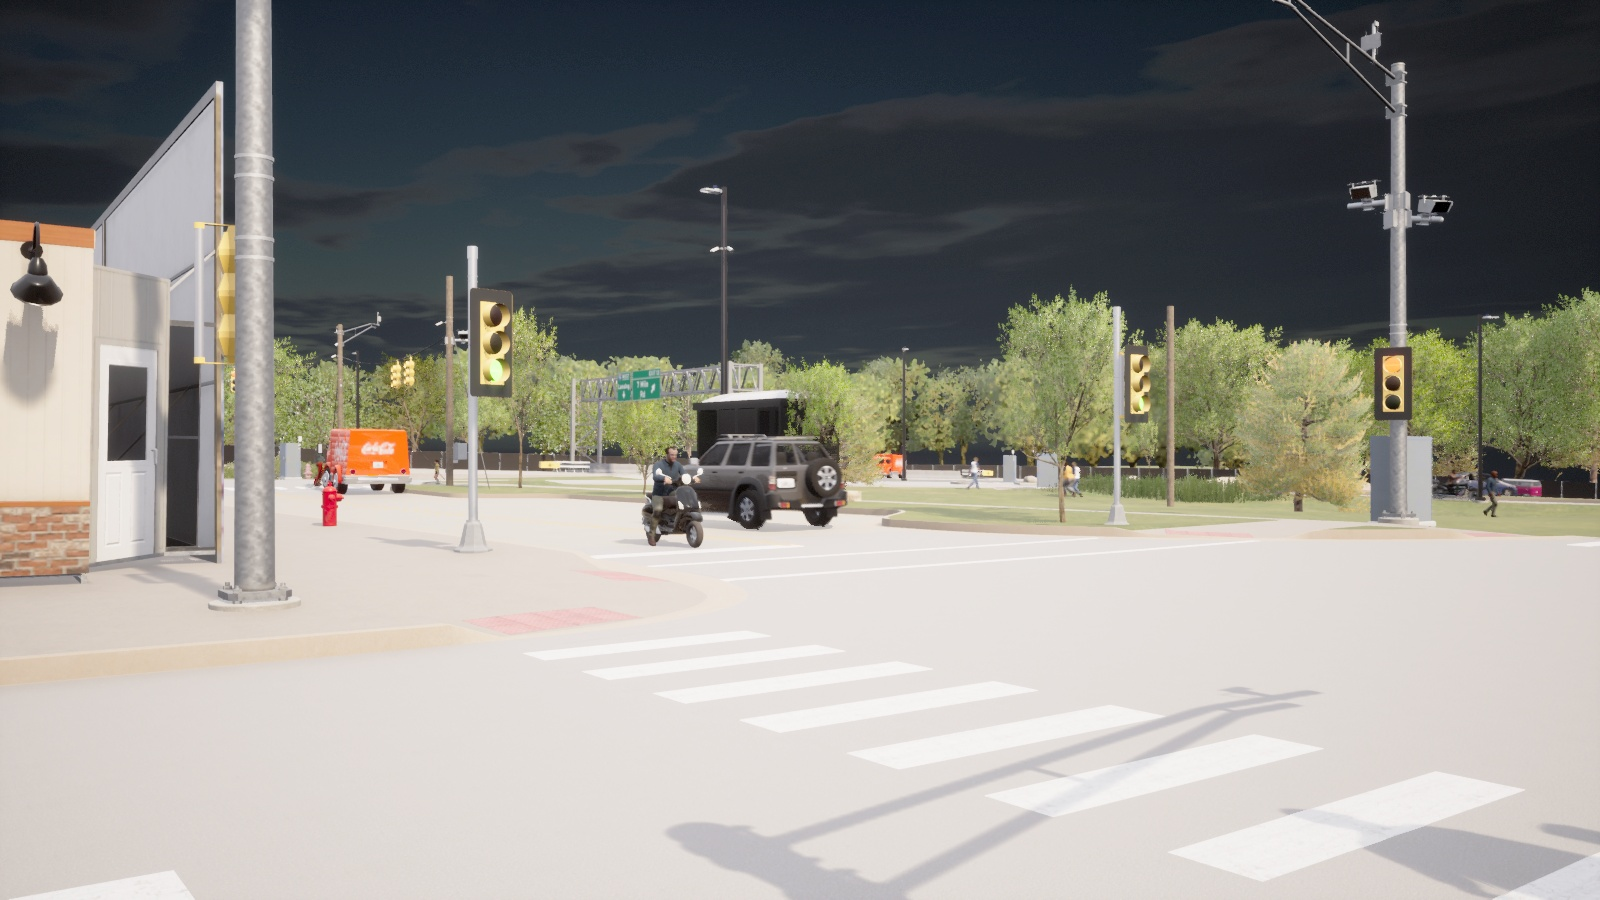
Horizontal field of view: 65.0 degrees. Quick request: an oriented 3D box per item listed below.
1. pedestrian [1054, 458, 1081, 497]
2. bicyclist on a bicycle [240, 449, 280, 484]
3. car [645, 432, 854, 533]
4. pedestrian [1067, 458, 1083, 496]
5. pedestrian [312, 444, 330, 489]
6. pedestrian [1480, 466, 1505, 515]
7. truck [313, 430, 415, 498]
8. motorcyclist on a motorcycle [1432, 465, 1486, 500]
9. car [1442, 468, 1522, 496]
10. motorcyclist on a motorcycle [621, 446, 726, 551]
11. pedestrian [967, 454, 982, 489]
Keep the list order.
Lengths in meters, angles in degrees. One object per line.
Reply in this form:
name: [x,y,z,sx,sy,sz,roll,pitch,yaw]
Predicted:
pedestrian: [13.051,1.324,61.280,0.874,1.855,0.900,0,0,-43]
bicyclist on a bicycle: [-25.990,0.787,60.417,0.866,1.612,1.509,1,0,41]
car: [-1.135,0.623,25.548,1.932,1.855,4.605,0,0,-38]
pedestrian: [13.582,1.332,62.092,0.354,1.836,0.706,0,0,-33]
pedestrian: [-20.074,0.690,52.651,0.614,1.847,0.353,0,0,-36]
pedestrian: [26.107,1.507,47.366,0.370,1.835,0.726,0,0,-43]
truck: [-16.951,0.484,48.656,2.627,2.467,5.204,0,1,-32]
motorcyclist on a motorcycle: [33.819,1.651,64.459,2.350,1.649,0.766,2,2,40]
car: [42.704,2.014,78.673,3.988,1.617,1.851,2,-2,4]
motorcyclist on a motorcycle: [-2.040,0.744,20.081,0.866,1.590,1.817,0,0,-36]
pedestrian: [9.391,1.147,67.464,0.706,1.836,0.354,0,0,-31]
